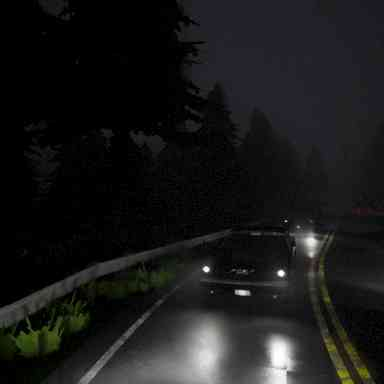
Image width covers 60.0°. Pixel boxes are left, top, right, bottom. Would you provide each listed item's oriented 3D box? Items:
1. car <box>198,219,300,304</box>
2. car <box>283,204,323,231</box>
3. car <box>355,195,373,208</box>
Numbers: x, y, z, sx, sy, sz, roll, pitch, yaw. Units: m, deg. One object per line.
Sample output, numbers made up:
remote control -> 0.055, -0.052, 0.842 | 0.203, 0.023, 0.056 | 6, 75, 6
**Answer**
car -> 1.646, 1.598, 8.434 | 1.895, 1.301, 4.718 | -1, 0, 18
car -> 6.854, 1.458, 20.200 | 2.033, 1.411, 5.357 | -2, 0, 26
car -> 20.830, 1.057, 40.164 | 2.128, 1.511, 4.902 | -2, 0, 28
